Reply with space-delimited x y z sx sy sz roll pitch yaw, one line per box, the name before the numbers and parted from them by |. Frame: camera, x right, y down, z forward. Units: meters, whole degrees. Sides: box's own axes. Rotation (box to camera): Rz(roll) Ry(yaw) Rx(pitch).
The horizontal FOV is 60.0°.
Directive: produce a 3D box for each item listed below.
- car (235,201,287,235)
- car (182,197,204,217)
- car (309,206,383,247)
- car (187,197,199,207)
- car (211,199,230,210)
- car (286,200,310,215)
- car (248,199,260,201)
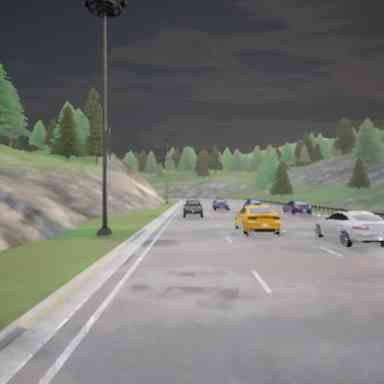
car | 3.601 1.494 18.819 1.882 1.535 5.008 0 0 0
car | 0.105 1.526 32.155 2.128 1.511 4.902 0 0 0
car | 7.103 1.535 14.836 1.812 1.442 4.674 0 0 0
car | 0.110 1.584 54.042 1.812 1.442 4.674 0 0 0
car | 3.607 1.568 42.636 1.812 1.442 4.674 0 0 0
car | 10.605 1.551 33.604 1.812 1.442 4.674 0 0 0
car | 7.106 1.560 38.336 1.812 1.442 4.674 0 0 0
